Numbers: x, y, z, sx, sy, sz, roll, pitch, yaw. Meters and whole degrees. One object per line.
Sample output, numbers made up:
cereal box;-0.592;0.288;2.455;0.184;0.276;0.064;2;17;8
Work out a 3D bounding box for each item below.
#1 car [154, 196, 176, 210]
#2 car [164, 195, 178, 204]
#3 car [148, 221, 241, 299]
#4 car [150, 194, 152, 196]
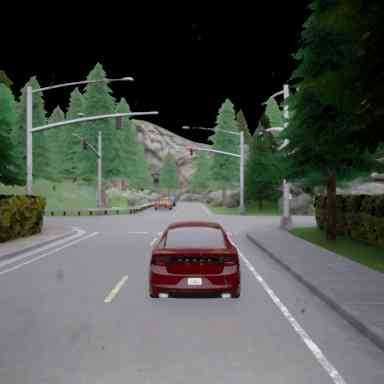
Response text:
car;-3.583;1.346;42.629;2.097;1.767;4.553;0;0;0
car;-4.131;1.469;65.022;1.882;1.535;5.008;0;0;-14
car;0.069;1.476;8.527;1.882;1.535;5.008;0;0;0
car;-10.993;1.344;79.667;4.553;1.767;2.097;0;0;24
